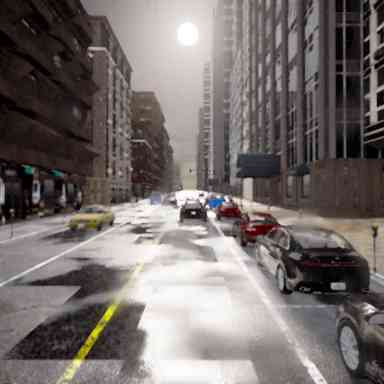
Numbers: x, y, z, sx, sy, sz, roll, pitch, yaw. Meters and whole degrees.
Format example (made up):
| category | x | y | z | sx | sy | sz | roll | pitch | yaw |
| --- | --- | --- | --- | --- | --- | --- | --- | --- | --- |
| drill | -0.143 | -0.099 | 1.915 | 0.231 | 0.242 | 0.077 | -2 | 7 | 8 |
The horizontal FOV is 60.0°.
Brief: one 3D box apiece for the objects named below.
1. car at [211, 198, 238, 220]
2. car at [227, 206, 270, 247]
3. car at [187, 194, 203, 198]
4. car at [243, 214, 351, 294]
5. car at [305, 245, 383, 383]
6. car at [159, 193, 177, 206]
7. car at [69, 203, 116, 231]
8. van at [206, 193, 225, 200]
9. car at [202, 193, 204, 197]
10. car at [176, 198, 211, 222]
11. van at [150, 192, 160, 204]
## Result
| category | x | y | z | sx | sy | sz | roll | pitch | yaw |
| --- | --- | --- | --- | --- | --- | --- | --- | --- | --- |
| car | 2.705 | 1.383 | 25.275 | 1.802 | 1.307 | 4.206 | 1 | 0 | 0 |
| car | 2.703 | 1.472 | 13.972 | 1.802 | 1.307 | 4.206 | 1 | 0 | 0 |
| car | 0.105 | 1.271 | 41.771 | 1.895 | 1.301 | 4.718 | 0 | 0 | 0 |
| car | 2.703 | 1.485 | 8.322 | 2.008 | 1.369 | 4.403 | 1 | 0 | 0 |
| car | 2.702 | 1.529 | 2.671 | 2.008 | 1.369 | 4.403 | 1 | 0 | 0 |
| car | -3.044 | 1.202 | 45.968 | 1.994 | 1.385 | 4.181 | 0 | 0 | 0 |
| car | -5.675 | 1.373 | 19.457 | 1.752 | 1.417 | 4.829 | 1 | 0 | 0 |
| van | 2.710 | 1.053 | 36.575 | 1.690 | 1.788 | 3.998 | 1 | 0 | 0 |
| car | 2.708 | 1.204 | 47.878 | 1.802 | 1.307 | 4.206 | 1 | 0 | 0 |
| car | 0.105 | 1.370 | 24.634 | 1.994 | 1.385 | 4.181 | 0 | 0 | 0 |
| van | -5.754 | 0.918 | 53.561 | 1.690 | 1.788 | 3.998 | 1 | 0 | 0 |
